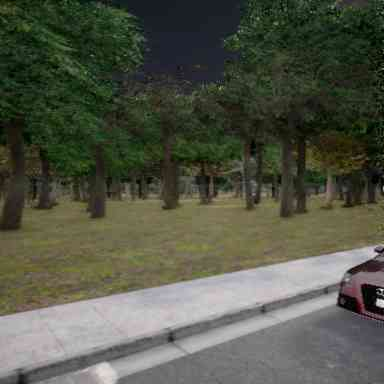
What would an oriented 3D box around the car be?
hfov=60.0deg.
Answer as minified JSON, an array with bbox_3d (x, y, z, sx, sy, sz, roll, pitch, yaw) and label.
[{"bbox_3d":[4.632,1.565,6.296,4.181,1.385,1.994,0,0,-35],"label":"car"}]
